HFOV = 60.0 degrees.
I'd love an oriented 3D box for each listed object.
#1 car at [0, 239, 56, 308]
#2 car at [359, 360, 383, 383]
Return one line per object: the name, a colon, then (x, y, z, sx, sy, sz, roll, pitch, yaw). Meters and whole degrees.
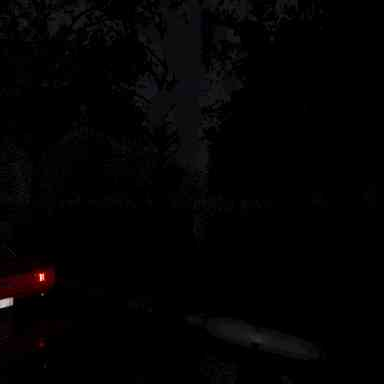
car: (-4.993, 1.611, 6.964, 4.718, 1.301, 1.895, 0, 0, 36)
car: (3.162, 1.504, 1.122, 4.892, 1.490, 1.837, 0, 0, 35)
